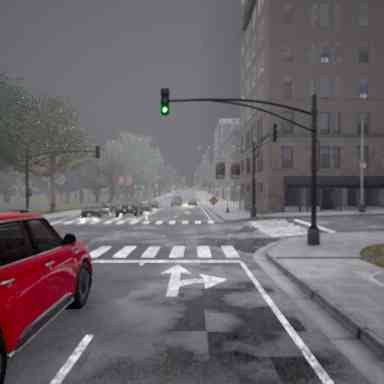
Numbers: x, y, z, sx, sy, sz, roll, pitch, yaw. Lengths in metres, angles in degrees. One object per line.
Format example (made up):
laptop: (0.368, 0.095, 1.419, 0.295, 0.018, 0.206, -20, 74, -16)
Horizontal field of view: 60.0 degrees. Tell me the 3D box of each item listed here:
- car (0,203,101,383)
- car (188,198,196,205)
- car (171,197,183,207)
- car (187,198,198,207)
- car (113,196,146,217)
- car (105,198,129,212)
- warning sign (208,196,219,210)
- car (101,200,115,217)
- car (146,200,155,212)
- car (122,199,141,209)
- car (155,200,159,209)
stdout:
car: (-3.126, 1.254, 4.755, 2.150, 2.045, 5.566, 0, 0, -2)
car: (0.025, 2.134, 74.839, 1.837, 1.490, 4.892, 0, 0, 0)
car: (-3.130, 2.093, 64.151, 2.033, 1.411, 5.357, 0, -1, 0)
car: (0.122, 2.097, 64.566, 2.033, 1.411, 5.357, 0, 0, 0)
car: (-6.590, 1.494, 35.356, 2.150, 2.045, 5.566, 0, -1, 0)
car: (-9.835, 1.704, 43.997, 2.097, 1.767, 4.553, 0, -1, 0)
warning sign: (2.885, 1.473, 44.565, 1.300, 1.860, 1.060, 1, 1, 0)
car: (-9.842, 1.811, 34.465, 2.033, 1.411, 5.357, 0, -1, 0)
car: (-6.587, 1.888, 45.108, 1.812, 1.442, 4.674, 0, -1, 0)
car: (-9.822, 1.944, 54.212, 2.128, 1.511, 4.902, 0, -1, 0)
car: (-6.556, 2.024, 54.972, 1.994, 1.385, 4.181, 0, -1, 1)
